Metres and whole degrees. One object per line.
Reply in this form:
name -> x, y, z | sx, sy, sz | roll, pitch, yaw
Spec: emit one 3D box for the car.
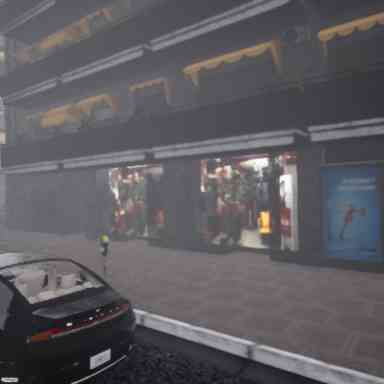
car -> -2.763, 1.570, 4.859 | 4.403, 1.369, 2.008 | 0, -1, 35
